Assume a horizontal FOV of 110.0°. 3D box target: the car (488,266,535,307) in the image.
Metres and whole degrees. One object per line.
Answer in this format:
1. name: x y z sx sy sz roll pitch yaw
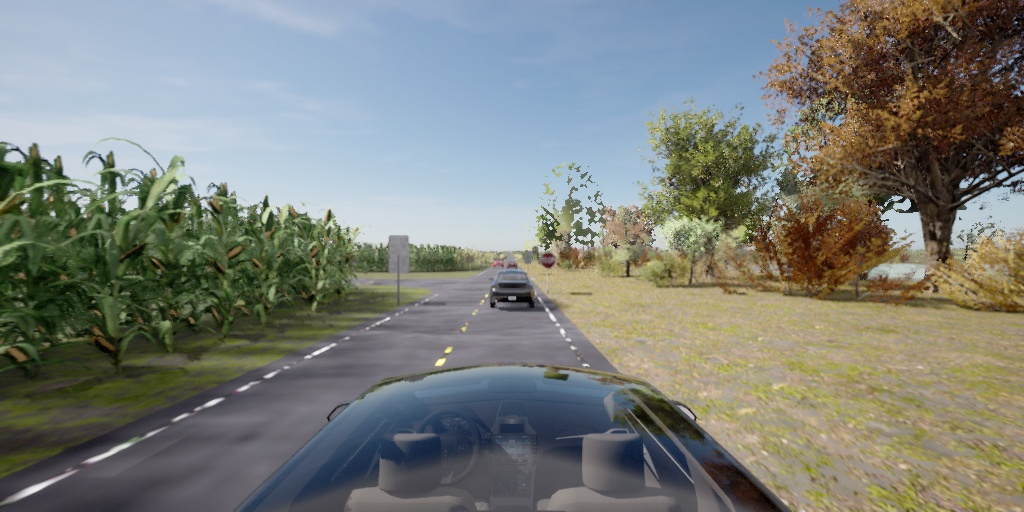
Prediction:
1. car: -0.012 1.380 16.170 1.837 1.490 4.892 0 0 -1
